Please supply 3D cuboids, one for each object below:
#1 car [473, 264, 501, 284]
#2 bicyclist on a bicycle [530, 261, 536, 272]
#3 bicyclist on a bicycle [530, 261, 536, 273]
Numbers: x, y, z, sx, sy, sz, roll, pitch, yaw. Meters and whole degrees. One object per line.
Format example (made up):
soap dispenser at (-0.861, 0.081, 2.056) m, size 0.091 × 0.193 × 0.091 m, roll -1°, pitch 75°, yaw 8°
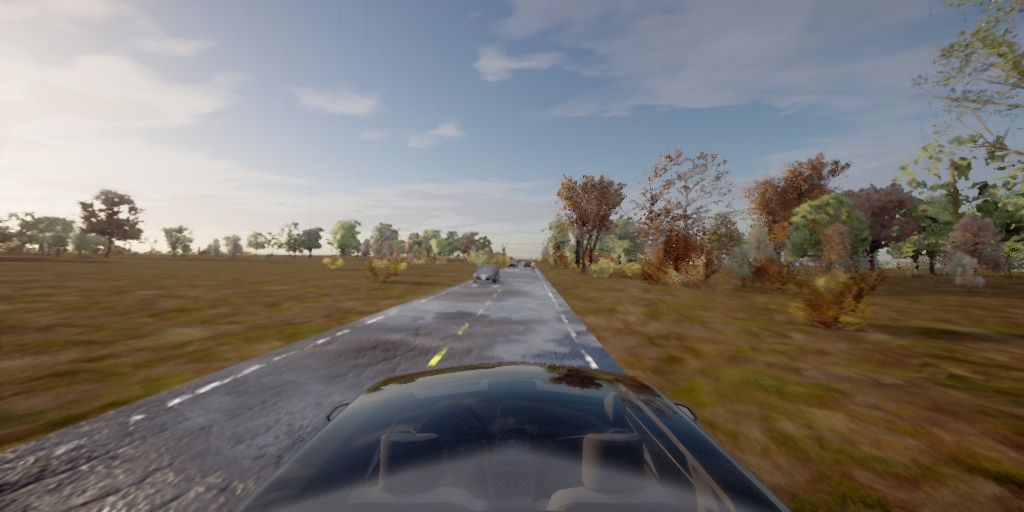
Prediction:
car at (-1.997, 1.407, 29.196) m, size 2.128 × 1.511 × 4.902 m, roll 1°, pitch 0°, yaw 3°
bicyclist on a bicycle at (3.223, 1.613, 55.994) m, size 0.866 × 1.612 × 1.509 m, roll 1°, pitch -1°, yaw 3°
bicyclist on a bicycle at (2.796, 1.546, 47.041) m, size 0.866 × 1.612 × 1.509 m, roll 1°, pitch 0°, yaw 3°
